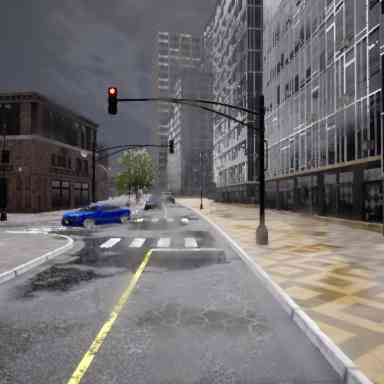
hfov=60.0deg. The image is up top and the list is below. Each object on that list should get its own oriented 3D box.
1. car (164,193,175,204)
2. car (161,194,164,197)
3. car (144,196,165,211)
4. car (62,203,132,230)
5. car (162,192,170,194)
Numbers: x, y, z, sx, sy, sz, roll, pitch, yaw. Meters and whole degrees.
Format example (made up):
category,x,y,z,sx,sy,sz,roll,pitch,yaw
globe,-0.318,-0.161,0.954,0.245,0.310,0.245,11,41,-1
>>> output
category,x,y,z,sx,sy,sz,roll,pitch,yaw
car,-4.320,1.499,64.314,1.837,1.490,4.892,0,0,-8
car,-6.218,1.469,56.354,1.882,1.535,5.008,0,0,-6
car,-4.622,1.560,40.141,1.994,1.385,4.181,0,0,-5
car,-6.117,1.505,21.827,1.882,1.535,5.008,0,0,31
car,-5.794,1.045,74.652,2.150,2.045,5.566,0,0,-9
